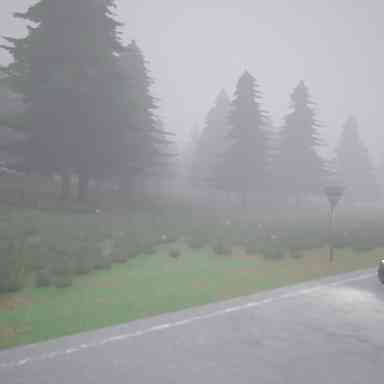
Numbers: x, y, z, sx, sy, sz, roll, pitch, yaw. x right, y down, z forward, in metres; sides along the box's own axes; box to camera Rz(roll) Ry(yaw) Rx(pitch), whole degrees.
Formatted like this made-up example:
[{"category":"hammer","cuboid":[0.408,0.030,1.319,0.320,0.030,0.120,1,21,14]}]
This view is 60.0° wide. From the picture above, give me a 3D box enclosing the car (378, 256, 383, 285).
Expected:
[{"category":"car","cuboid":[6.841,1.748,8.877,4.674,1.442,1.812,2,0,-36]}]
